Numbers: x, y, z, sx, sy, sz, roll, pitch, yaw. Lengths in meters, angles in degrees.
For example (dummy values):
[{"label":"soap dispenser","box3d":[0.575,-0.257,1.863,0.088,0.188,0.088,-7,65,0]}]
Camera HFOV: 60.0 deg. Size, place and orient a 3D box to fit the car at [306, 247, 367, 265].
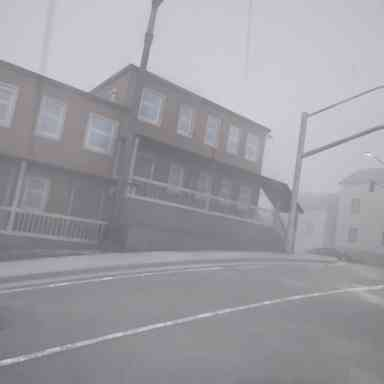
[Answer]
[{"label":"car","box3d":[11.508,5.239,26.890,1.837,1.490,4.892,14,-16,-34]}]
